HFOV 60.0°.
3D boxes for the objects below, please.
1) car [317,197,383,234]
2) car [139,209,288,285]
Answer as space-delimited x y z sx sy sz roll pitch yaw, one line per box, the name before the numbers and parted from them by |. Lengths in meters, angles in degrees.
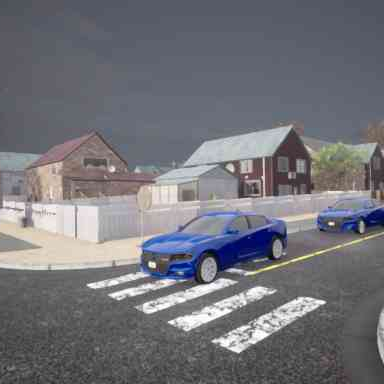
car | 7.903 1.037 16.123 5.008 1.535 1.882 -2 0 -42
car | 0.816 1.296 9.306 1.882 1.535 5.008 -1 1 44
